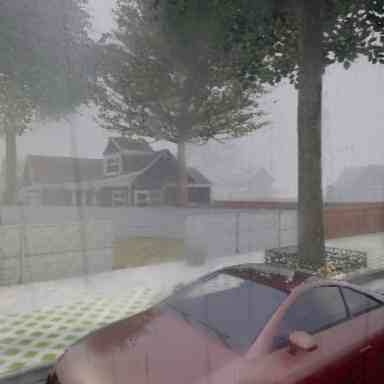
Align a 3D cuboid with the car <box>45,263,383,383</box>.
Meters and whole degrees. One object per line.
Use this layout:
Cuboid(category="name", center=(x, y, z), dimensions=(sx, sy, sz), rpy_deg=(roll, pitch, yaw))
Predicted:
Cuboid(category="car", center=(0.698, 1.565, 3.564), dimensions=(4.181, 1.385, 1.994), rpy_deg=(0, 0, -35))
